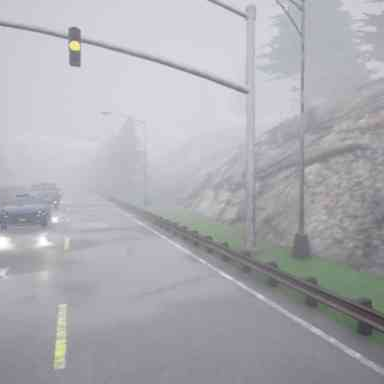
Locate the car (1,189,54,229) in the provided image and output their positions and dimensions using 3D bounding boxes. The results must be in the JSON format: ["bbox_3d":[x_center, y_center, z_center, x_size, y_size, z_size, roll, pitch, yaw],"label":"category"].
[{"bbox_3d":[-8.297,0.862,16.923,1.882,1.535,5.008,-1,2,-20],"label":"car"}]

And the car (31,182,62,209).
[{"bbox_3d":[-11.978,0.255,26.992,2.150,2.045,5.566,-1,2,-20],"label":"car"}]

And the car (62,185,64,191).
[{"bbox_3d":[-15.553,0.044,36.800,2.097,1.767,4.553,-1,2,-20],"label":"car"}]

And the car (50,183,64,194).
[{"bbox_3d":[-20.736,-0.615,51.195,1.882,1.535,5.008,-1,2,-20],"label":"car"}]
